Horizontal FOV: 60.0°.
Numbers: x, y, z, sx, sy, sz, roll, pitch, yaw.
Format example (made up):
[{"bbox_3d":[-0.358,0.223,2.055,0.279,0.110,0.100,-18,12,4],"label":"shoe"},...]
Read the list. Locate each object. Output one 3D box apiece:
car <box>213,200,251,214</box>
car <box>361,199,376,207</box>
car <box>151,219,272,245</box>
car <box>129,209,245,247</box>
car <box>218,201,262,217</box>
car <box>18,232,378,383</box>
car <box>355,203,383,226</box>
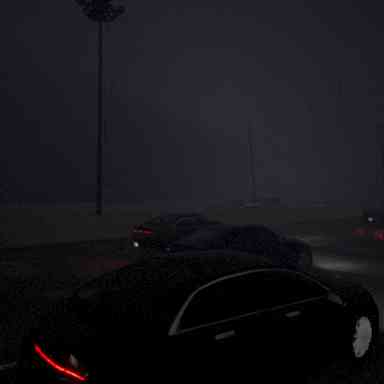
[{"bbox_3d":[4.927,1.761,40.313,4.892,1.490,1.837,1,0,-44],"label":"car"},{"bbox_3d":[32.859,2.018,61.965,1.882,1.535,5.008,0,0,35],"label":"car"},{"bbox_3d":[1.425,1.586,9.302,4.674,1.442,1.812,1,0,-37],"label":"car"},{"bbox_3d":[0.034,1.563,12.665,4.902,1.511,2.128,1,0,-38],"label":"car"},{"bbox_3d":[5.236,1.724,35.770,4.902,1.511,2.128,1,0,-44],"label":"car"},{"bbox_3d":[0.535,1.532,4.260,4.892,1.490,1.837,1,0,-36],"label":"car"},{"bbox_3d":[14.058,1.746,24.589,4.674,1.442,1.812,1,0,-43],"label":"car"}]
